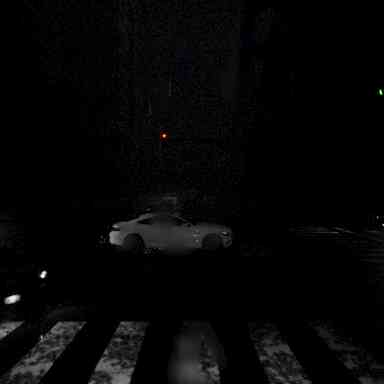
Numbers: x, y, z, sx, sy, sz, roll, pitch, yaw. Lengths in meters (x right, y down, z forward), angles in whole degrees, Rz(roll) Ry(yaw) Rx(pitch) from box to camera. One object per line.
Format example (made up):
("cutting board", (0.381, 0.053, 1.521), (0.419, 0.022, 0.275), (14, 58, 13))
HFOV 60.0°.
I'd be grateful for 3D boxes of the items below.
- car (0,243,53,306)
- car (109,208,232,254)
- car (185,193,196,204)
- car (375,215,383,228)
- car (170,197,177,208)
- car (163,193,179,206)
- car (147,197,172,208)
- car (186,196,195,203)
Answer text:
("car", (-5.464, 1.548, 7.407), (5.357, 1.411, 2.033), (0, 0, 32))
("car", (-0.800, 1.511, 12.868), (4.674, 1.442, 1.812), (0, 0, 0))
("car", (-0.123, 1.480, 62.586), (2.128, 1.511, 4.902), (0, 0, 0))
("car", (13.487, 1.652, 19.613), (4.718, 1.301, 1.895), (0, 1, 0))
("car", (-3.263, 1.592, 41.568), (1.895, 1.301, 4.718), (0, 0, 0))
("car", (-3.287, 1.211, 52.158), (2.150, 2.045, 5.566), (0, 0, 0))
("car", (-3.222, 1.518, 31.607), (1.812, 1.442, 4.674), (0, 0, -1))
("car", (-0.244, 1.583, 73.033), (1.895, 1.301, 4.718), (0, 0, 0))
